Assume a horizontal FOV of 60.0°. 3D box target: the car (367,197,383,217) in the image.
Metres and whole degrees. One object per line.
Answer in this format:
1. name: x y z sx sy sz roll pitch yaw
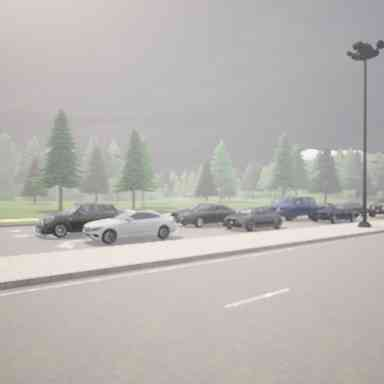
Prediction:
1. car: 20.213 1.553 33.984 5.566 2.045 2.150 1 0 -38

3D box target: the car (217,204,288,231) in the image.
1. car: 3.978 1.713 21.603 4.181 1.385 1.994 1 0 -38

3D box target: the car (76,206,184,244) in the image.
1. car: -2.924 1.597 16.278 4.674 1.442 1.812 1 0 -37

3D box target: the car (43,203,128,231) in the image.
1. car: -6.958 1.553 22.004 5.008 1.535 1.882 1 0 -37

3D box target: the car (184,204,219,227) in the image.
1. car: 1.167 1.647 23.846 4.892 1.490 1.837 1 0 -37

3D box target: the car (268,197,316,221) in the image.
1. car: 9.093 1.453 29.947 5.566 2.045 2.150 1 0 -37

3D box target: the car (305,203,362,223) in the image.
1. car: 11.850 1.838 27.642 4.718 1.301 1.895 1 0 -37

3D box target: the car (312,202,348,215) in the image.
1. car: 16.700 1.942 40.097 4.718 1.301 1.895 1 0 -37

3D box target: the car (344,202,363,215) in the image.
1. car: 17.246 1.828 36.131 4.892 1.490 1.837 1 0 -37

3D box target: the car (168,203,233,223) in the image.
1. car: 0.820 1.711 27.997 5.357 1.411 2.033 1 0 -37

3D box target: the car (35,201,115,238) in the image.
1. car: -6.063 1.412 18.278 4.553 1.767 2.097 1 0 -38

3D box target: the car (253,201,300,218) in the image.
1. car: 8.686 1.743 34.042 4.902 1.511 2.128 1 0 -37
